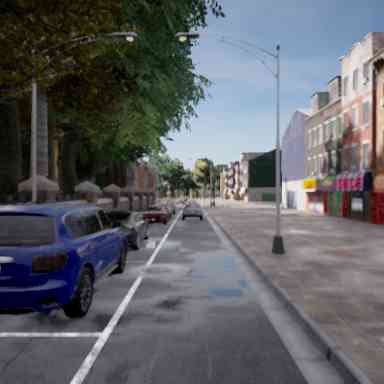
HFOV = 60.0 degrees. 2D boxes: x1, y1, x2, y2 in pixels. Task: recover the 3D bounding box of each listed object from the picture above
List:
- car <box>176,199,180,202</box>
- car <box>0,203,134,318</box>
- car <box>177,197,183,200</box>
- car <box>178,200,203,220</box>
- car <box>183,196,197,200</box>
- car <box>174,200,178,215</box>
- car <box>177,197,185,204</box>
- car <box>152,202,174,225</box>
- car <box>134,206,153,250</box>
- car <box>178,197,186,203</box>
[{"bbox_3d":[-2.642,1.746,36.549,1.947,1.339,4.313,-1,0,0],"label":"car"},{"bbox_3d":[-2.981,1.259,7.611,2.150,2.045,5.566,0,0,0],"label":"car"},{"bbox_3d":[-2.643,1.891,74.869,1.967,1.590,4.097,-1,0,0],"label":"car"},{"bbox_3d":[0.048,1.687,29.543,2.033,1.411,5.357,0,0,0],"label":"car"},{"bbox_3d":[0.061,1.716,45.717,1.882,1.535,5.008,0,0,0],"label":"car"},{"bbox_3d":[-2.643,1.697,30.861,2.008,1.369,4.403,-1,0,0],"label":"car"},{"bbox_3d":[-2.643,1.934,80.304,1.967,1.590,4.097,-1,0,0],"label":"car"},{"bbox_3d":[-2.643,1.660,25.172,1.887,1.381,4.507,0,0,0],"label":"car"},{"bbox_3d":[-3.020,1.567,14.580,1.837,1.490,4.892,0,0,0],"label":"car"},{"bbox_3d":[-2.642,2.104,85.737,1.947,1.339,4.313,-1,0,0],"label":"car"}]
